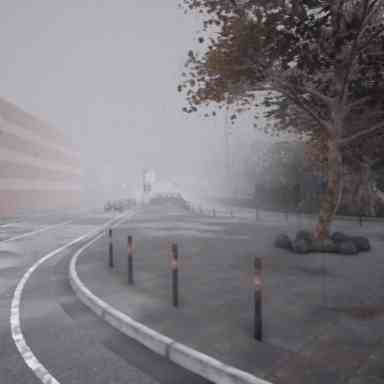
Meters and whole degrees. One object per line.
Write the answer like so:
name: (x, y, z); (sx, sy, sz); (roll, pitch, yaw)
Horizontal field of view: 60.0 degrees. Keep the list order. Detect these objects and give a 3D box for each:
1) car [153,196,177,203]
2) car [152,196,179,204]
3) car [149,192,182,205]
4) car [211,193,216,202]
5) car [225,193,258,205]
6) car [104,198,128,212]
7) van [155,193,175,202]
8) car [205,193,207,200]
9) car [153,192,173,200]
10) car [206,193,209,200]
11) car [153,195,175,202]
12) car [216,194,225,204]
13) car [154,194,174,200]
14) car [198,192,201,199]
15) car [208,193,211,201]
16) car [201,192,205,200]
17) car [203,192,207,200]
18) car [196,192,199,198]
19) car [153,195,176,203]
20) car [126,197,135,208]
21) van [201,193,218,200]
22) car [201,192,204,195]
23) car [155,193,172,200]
car: (-5.492, 1.476, 67.318); (4.674, 1.452, 2.002); (0, 0, -6)
car: (-4.925, 1.449, 61.696); (5.008, 1.535, 2.097); (0, 0, -6)
car: (-4.378, 1.206, 56.069); (5.566, 2.045, 2.435); (0, 0, -6)
car: (7.003, 1.453, 68.665); (4.892, 1.521, 2.231); (0, 0, -6)
car: (8.373, 1.343, 54.604); (4.553, 1.767, 2.185); (0, 1, -6)
car: (-9.158, 1.675, 39.732); (1.895, 1.301, 4.718); (0, 0, -5)
van: (-6.228, 1.187, 75.764); (4.442, 1.987, 1.878); (0, 0, -6)
car: (6.181, 1.458, 77.097); (4.792, 1.488, 2.163); (0, 0, -6)
car: (-8.025, 1.115, 92.623); (5.566, 2.045, 2.435); (0, 0, -6)
car: (6.433, 1.436, 74.284); (5.008, 1.535, 2.097); (0, 0, -6)
car: (-6.089, 1.450, 72.938); (4.792, 1.488, 2.163); (0, 0, -6)
car: (7.825, 1.218, 60.358); (5.566, 2.045, 2.435); (0, 0, -6)
car: (-7.584, 1.371, 89.828); (5.366, 1.575, 1.946); (0, 0, -6)
car: (5.007, 1.397, 88.455); (5.008, 1.535, 2.097); (0, 0, -6)
car: (6.717, 1.444, 71.475); (5.008, 1.535, 2.097); (0, 0, -6)
car: (5.565, 1.413, 82.836); (5.008, 1.535, 2.097); (0, 0, -6)
car: (5.860, 1.420, 80.027); (5.008, 1.535, 2.097); (0, 0, -6)
car: (4.452, 1.383, 93.949); (4.892, 1.521, 2.231); (0, 0, -6)
car: (-5.772, 1.469, 70.130); (4.674, 1.452, 2.002); (0, 0, -6)
car: (-10.116, 1.606, 49.566); (2.033, 1.411, 5.357); (0, 0, -5)
van: (4.845, 1.164, 91.149); (4.442, 1.987, 1.878); (0, 0, -6)
car: (5.317, 1.279, 85.648); (4.553, 1.767, 2.185); (0, 0, -6)
car: (-7.452, 1.256, 87.000); (4.553, 1.767, 2.185); (0, 0, -6)
